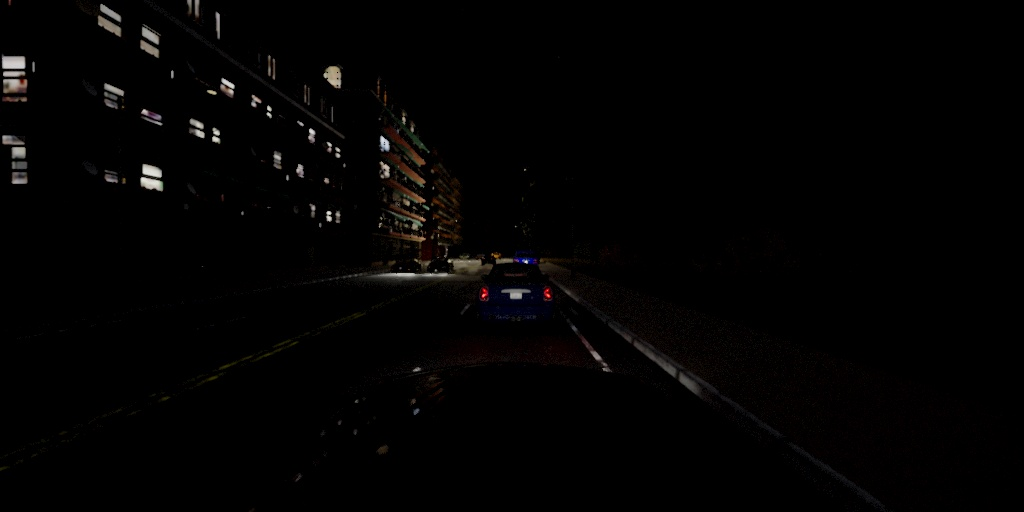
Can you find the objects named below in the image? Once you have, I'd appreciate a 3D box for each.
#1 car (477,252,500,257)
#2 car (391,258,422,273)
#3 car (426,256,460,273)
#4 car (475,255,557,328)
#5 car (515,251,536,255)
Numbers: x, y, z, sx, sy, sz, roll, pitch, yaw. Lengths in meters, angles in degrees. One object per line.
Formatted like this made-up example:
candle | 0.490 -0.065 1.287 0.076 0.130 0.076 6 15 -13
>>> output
car | -3.236 0.548 49.951 2.128 1.511 4.902 0 1 0
car | -9.851 0.856 33.674 1.994 1.385 4.181 0 1 0
car | -6.604 0.838 33.789 2.033 1.411 5.357 0 1 0
car | 0.099 0.970 10.966 2.097 1.767 4.553 0 1 0
car | 1.133 0.554 31.147 2.150 2.045 5.566 0 1 0
